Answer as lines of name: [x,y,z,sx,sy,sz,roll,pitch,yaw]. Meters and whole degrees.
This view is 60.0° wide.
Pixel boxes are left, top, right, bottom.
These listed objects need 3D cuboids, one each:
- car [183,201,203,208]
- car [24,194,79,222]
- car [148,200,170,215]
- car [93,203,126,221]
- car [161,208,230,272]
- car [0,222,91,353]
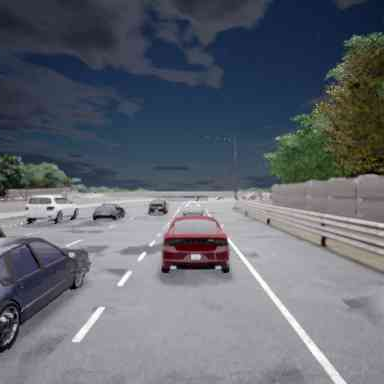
car: [0.092,1.589,32.984,1.812,1.442,4.674,0,0,0]
car: [-10.400,1.268,25.003,2.150,2.045,5.566,0,0,0]
car: [-3.500,1.573,35.362,1.837,1.490,4.892,0,0,0]
car: [-6.901,1.617,28.055,1.994,1.385,4.181,0,0,0]
car: [0.099,1.493,10.870,1.882,1.535,5.008,0,0,0]
car: [-3.500,1.553,6.063,2.033,1.411,5.357,0,0,0]
